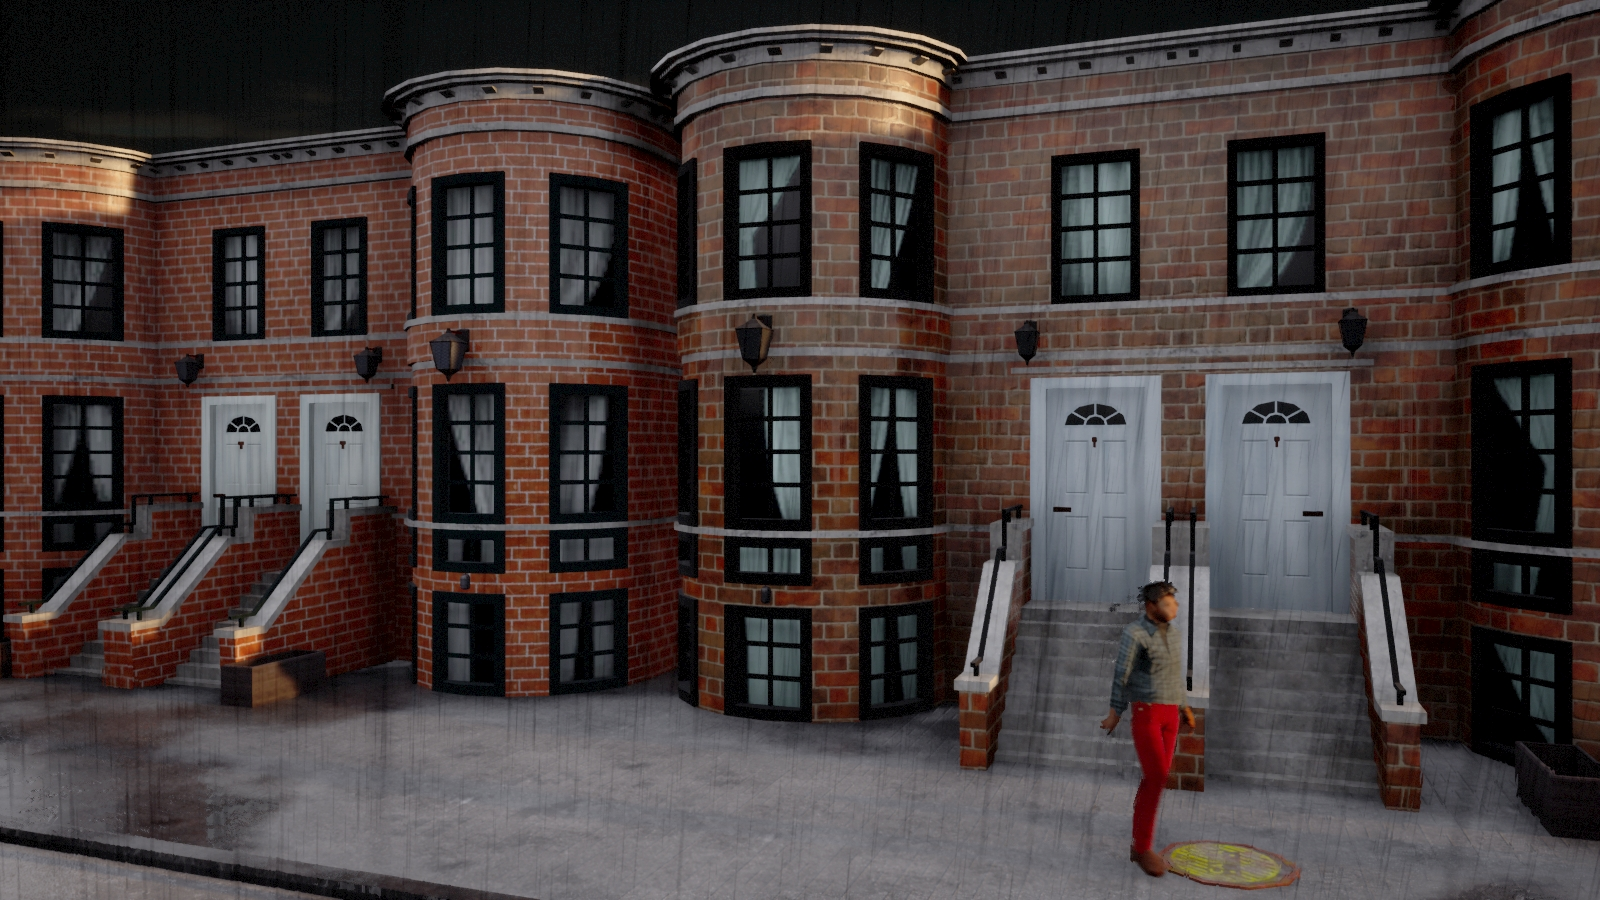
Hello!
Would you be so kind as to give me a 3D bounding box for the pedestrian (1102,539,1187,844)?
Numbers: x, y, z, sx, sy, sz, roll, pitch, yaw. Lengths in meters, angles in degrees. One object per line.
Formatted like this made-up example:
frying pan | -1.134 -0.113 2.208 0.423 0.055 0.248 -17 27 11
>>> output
pedestrian | 2.224 1.526 7.384 0.375 1.860 0.375 0 0 -33
